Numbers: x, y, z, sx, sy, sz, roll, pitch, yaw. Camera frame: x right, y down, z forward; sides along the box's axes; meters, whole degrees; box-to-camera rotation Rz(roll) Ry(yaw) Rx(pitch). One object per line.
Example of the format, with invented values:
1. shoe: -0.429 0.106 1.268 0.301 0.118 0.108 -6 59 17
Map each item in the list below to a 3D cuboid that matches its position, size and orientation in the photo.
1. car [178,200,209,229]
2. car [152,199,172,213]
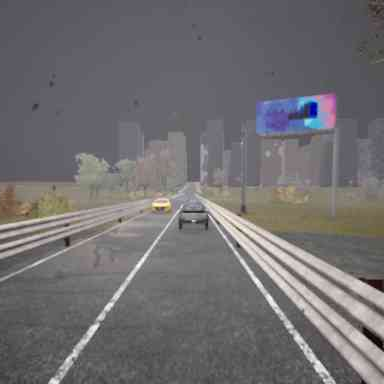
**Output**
1. car: 0.103 1.483 21.663 2.128 1.511 4.902 0 0 0
2. car: -3.251 1.466 36.305 1.882 1.535 5.008 0 0 0
